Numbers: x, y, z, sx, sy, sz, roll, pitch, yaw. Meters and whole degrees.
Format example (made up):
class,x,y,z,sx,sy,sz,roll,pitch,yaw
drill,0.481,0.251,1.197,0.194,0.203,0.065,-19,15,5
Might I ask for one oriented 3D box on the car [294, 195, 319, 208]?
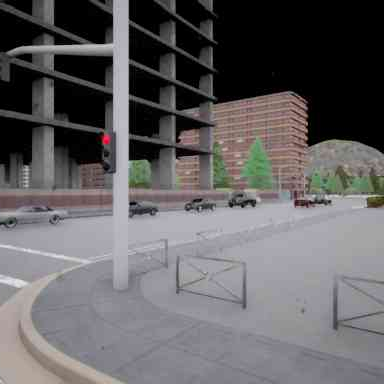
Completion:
class,x,y,z,sx,sy,sz,roll,pitch,yaw
car,16.034,1.421,47.183,1.882,1.535,5.008,0,0,35

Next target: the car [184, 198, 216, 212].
class,x,y,z,sx,sy,sz,roll,pitch,yaw
car,1.023,1.447,38.446,1.837,1.490,4.892,0,0,35

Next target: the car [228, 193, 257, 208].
class,x,y,z,sx,sy,sz,roll,pitch,yaw
car,7.252,1.164,47.155,2.150,2.045,5.566,0,0,35

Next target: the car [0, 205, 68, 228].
class,x,y,z,sx,sy,sz,roll,pitch,yaw
car,-10.755,1.543,21.855,1.895,1.301,4.718,0,0,35

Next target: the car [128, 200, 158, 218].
class,x,y,z,sx,sy,sz,roll,pitch,yaw
car,-4.976,1.468,29.984,1.812,1.442,4.674,0,0,36

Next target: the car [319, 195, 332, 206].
class,x,y,z,sx,sy,sz,roll,pitch,yaw
car,21.736,1.295,55.218,2.097,1.767,4.553,0,0,35
